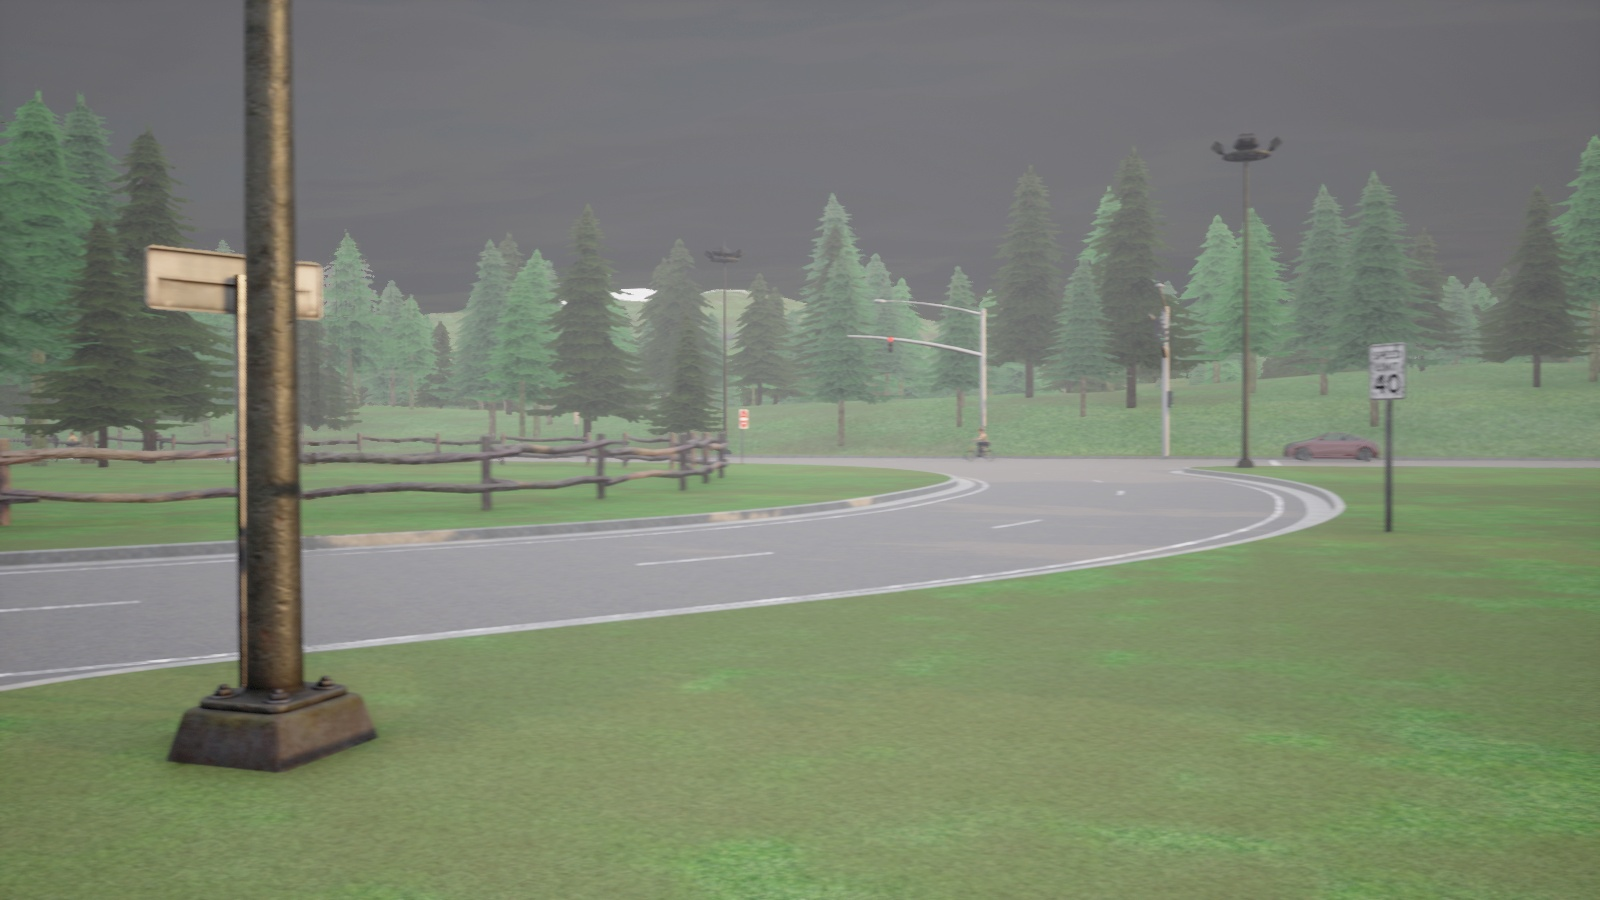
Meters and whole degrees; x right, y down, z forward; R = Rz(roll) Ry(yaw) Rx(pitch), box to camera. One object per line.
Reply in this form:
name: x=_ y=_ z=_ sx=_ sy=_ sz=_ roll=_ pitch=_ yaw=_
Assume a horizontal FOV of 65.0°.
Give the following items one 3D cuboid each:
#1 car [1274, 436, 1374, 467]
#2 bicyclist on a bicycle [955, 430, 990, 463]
car: x=24.595 y=0.037 z=59.080 sx=4.181 sy=1.385 sz=1.994 roll=1 pitch=1 yaw=19
bicyclist on a bicycle: x=8.377 y=-0.181 z=60.891 sx=1.509 sy=1.612 sz=0.866 roll=1 pitch=1 yaw=19
